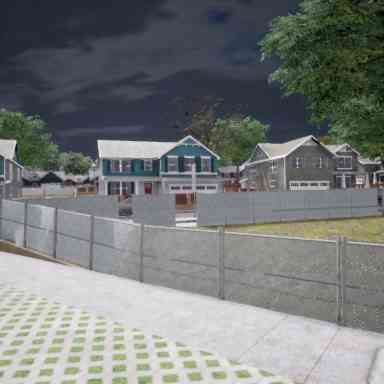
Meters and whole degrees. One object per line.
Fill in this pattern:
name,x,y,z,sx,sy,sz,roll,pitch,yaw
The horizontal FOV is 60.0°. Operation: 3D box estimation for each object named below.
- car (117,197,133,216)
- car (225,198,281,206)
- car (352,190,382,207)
car,-4.195,1.057,22.934,4.181,1.385,1.994,-2,0,-18
car,4.611,0.803,25.763,5.357,1.411,2.033,-2,0,-17
car,14.555,0.494,28.678,4.892,1.490,1.837,-1,-1,-15
